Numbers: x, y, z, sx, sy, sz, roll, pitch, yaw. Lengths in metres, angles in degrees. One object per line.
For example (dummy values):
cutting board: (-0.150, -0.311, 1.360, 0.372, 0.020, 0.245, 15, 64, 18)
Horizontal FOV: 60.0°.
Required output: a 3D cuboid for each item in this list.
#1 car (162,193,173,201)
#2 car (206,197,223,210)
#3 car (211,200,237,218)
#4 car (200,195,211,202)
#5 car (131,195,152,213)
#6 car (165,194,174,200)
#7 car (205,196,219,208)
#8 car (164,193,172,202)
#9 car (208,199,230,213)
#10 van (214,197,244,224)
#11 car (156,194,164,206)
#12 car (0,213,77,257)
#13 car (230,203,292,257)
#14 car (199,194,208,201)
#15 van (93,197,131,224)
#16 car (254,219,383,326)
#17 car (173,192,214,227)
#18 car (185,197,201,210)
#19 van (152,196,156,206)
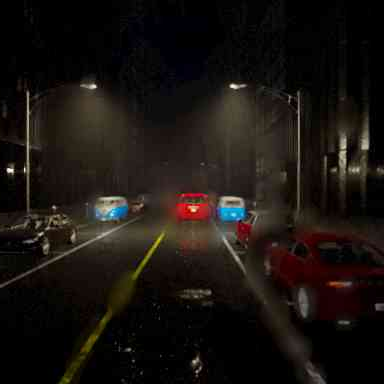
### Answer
car: (-5.794, 1.080, 79.948, 2.192, 1.841, 5.009, 0, 0, 0)
car: (2.747, 1.388, 40.864, 1.752, 1.417, 4.829, 0, 0, 0)
car: (2.752, 1.445, 29.476, 1.887, 1.381, 4.507, 0, 0, 0)
car: (2.736, 1.342, 68.738, 2.008, 1.369, 4.403, 0, 0, 0)
car: (-5.776, 1.322, 35.073, 1.967, 1.590, 4.097, 0, 0, 0)
car: (-5.796, 1.304, 85.558, 2.008, 1.369, 4.403, 0, 0, 0)
car: (2.744, 1.370, 46.473, 1.752, 1.417, 4.829, 0, 0, 0)
car: (-5.789, 1.358, 68.730, 1.947, 1.339, 4.313, 0, 0, 0)
car: (2.749, 1.447, 35.085, 1.947, 1.339, 4.313, 0, 0, 0)
van: (2.754, 1.260, 23.866, 1.690, 1.788, 3.998, 0, 0, 0)
car: (-5.783, 1.357, 51.731, 1.752, 1.417, 4.829, 0, 0, 0)
car: (-5.767, 1.508, 12.635, 2.008, 1.369, 4.403, 0, 0, 0)
car: (2.758, 1.396, 12.648, 1.967, 1.590, 4.097, 0, 0, 0)
car: (2.731, 1.205, 79.957, 1.967, 1.590, 4.097, 0, 0, 0)
van: (-5.771, 1.261, 23.854, 1.690, 1.788, 3.998, 0, 0, 0)
car: (2.760, 1.520, 7.039, 1.887, 1.381, 4.507, 0, 0, 0)
car: (0.092, 1.146, 22.517, 2.150, 2.045, 5.566, 0, 0, 0)
car: (0.085, 1.366, 41.253, 1.837, 1.490, 4.892, 0, 0, 0)
van: (-5.778, 1.205, 40.682, 1.690, 1.788, 3.998, 0, 0, 0)
